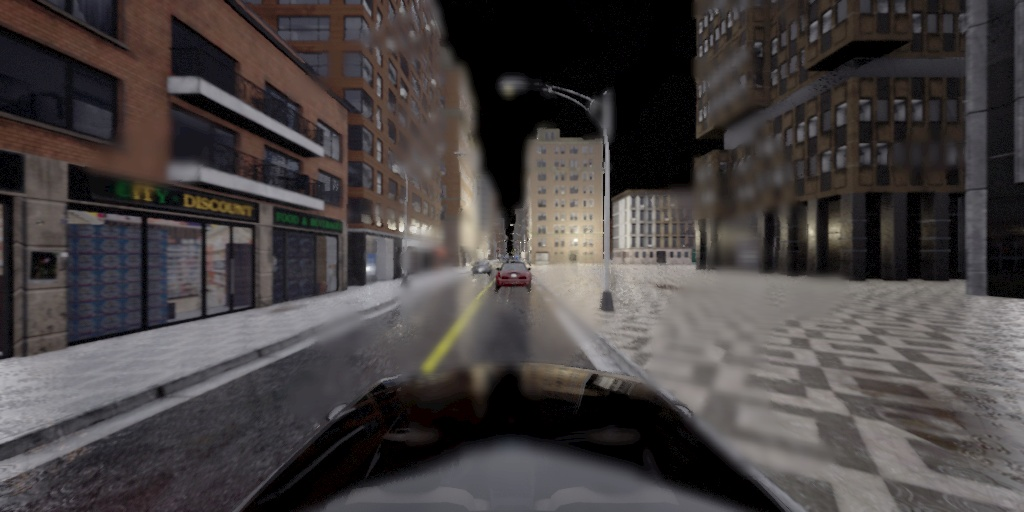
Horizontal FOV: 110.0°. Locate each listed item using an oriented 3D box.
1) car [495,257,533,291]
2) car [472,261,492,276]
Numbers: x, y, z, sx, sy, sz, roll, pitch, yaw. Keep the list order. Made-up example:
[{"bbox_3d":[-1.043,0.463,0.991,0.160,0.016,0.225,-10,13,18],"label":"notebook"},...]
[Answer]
[{"bbox_3d":[0.111,1.098,21.765,2.097,1.767,4.553,0,0,0],"label":"car"},{"bbox_3d":[-3.076,1.236,37.623,2.128,1.511,4.902,0,0,0],"label":"car"}]
